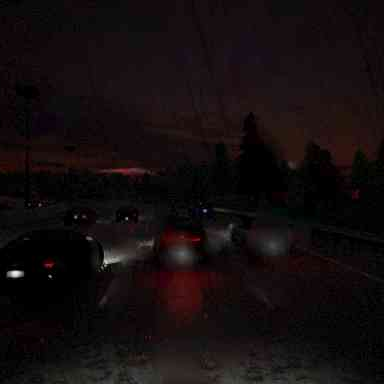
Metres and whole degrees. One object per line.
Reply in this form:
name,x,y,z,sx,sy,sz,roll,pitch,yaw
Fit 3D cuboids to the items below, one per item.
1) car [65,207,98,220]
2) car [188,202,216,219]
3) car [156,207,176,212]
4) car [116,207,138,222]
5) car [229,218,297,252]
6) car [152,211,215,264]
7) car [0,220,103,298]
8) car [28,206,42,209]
car,-8.882,1.932,26.915,2.033,1.411,5.357,0,-1,-8
car,0.873,1.793,32.423,2.097,1.767,4.553,0,-1,-9
car,-2.412,2.028,30.957,1.895,1.301,4.718,0,-1,-8
car,-5.932,2.033,30.810,1.895,1.301,4.718,0,-1,-9
car,2.936,1.800,14.899,1.895,1.301,4.718,0,-1,-4
car,-0.430,1.679,12.543,1.837,1.490,4.892,0,-1,-4
car,-3.734,1.694,8.903,1.994,1.385,4.181,0,-1,-2
car,-26.097,2.165,55.913,2.097,1.767,4.553,0,-1,-16
